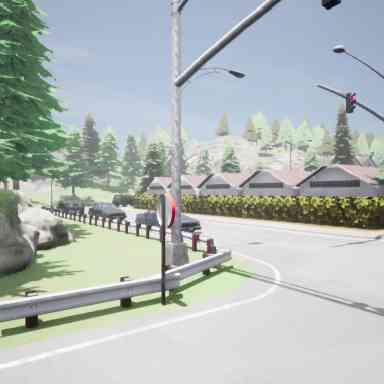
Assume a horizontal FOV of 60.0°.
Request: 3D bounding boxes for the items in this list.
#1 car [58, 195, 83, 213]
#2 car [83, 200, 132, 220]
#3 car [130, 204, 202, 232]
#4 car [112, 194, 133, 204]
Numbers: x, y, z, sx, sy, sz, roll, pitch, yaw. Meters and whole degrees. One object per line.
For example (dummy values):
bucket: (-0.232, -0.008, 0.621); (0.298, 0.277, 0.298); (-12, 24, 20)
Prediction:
car: (-14.187, 1.412, 38.878); (2.150, 2.045, 5.566); (0, 0, -32)
car: (-7.608, 1.739, 29.436); (2.033, 1.411, 5.357); (0, 0, -35)
car: (-1.674, 1.739, 20.972); (2.033, 1.411, 5.357); (0, 0, -38)
car: (-10.393, 1.398, 54.114); (2.150, 2.045, 5.566); (0, 0, 37)
